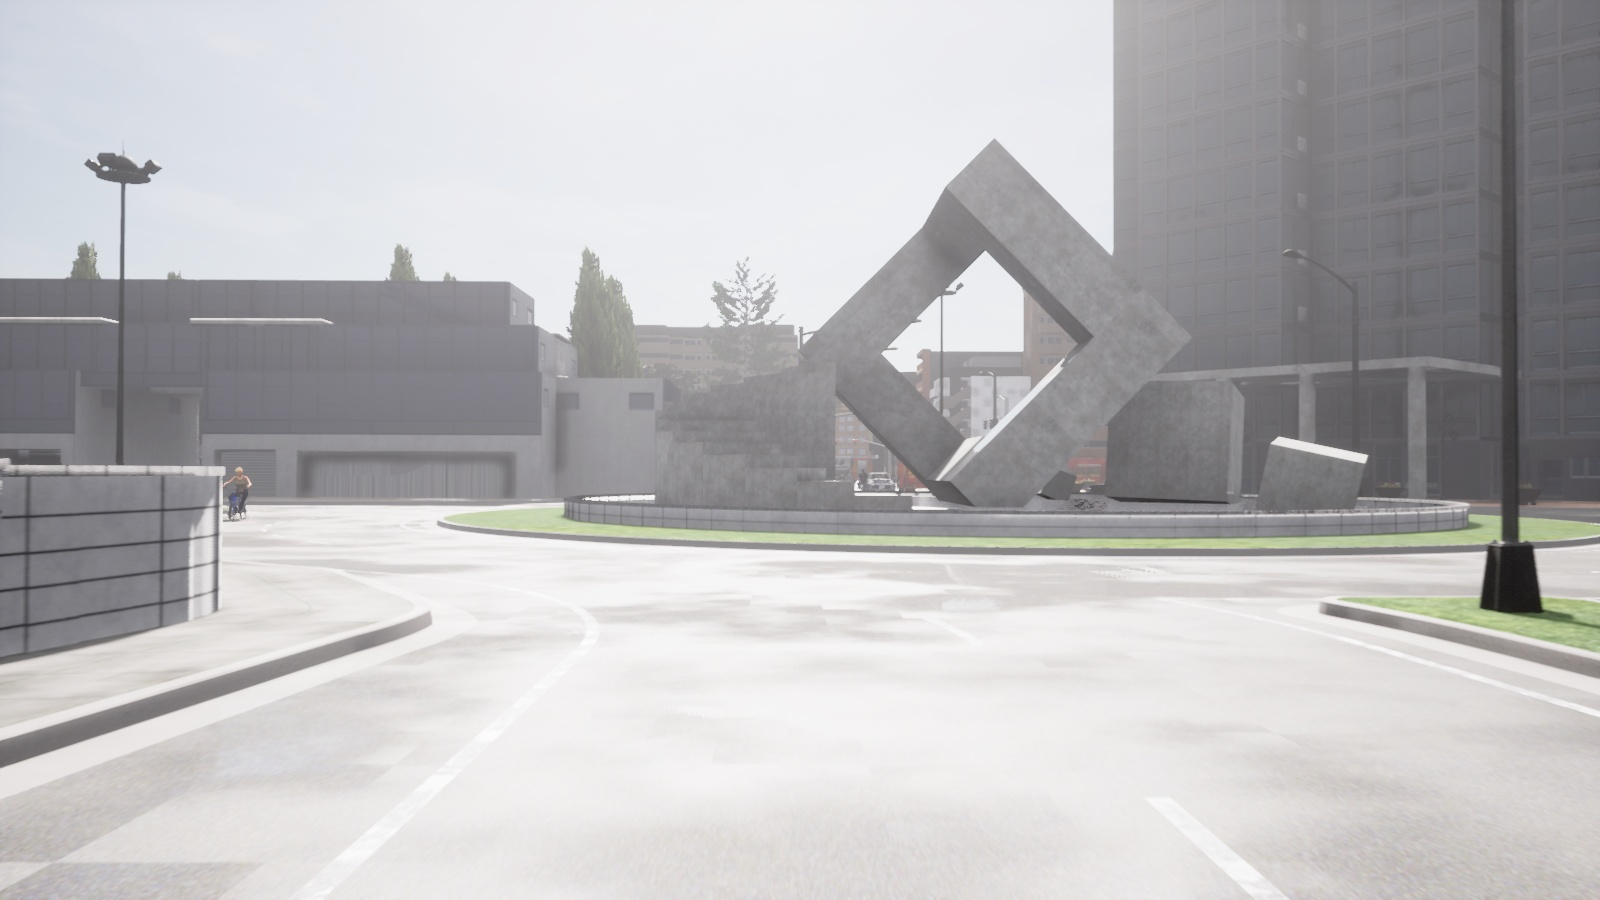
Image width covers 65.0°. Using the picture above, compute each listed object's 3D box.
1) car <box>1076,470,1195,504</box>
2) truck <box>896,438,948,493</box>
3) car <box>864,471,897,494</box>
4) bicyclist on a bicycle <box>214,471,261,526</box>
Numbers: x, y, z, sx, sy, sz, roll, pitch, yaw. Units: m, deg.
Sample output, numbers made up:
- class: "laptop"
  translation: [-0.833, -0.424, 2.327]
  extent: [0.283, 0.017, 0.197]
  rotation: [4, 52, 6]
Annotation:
- class: "car"
  translation: [15.494, 1.680, 58.077]
  extent: [4.902, 1.511, 2.128]
  rotation: [-1, -1, 33]
- class: "truck"
  translation: [8.735, 1.139, 91.083]
  extent: [2.891, 3.827, 8.468]
  rotation: [0, -1, 0]
- class: "car"
  translation: [5.294, 2.150, 83.134]
  extent: [1.970, 1.475, 3.806]
  rotation: [0, -1, 0]
- class: "bicyclist on a bicycle"
  translation: [-16.918, 1.453, 37.807]
  extent: [0.866, 1.612, 1.509]
  rotation: [1, -1, -7]
